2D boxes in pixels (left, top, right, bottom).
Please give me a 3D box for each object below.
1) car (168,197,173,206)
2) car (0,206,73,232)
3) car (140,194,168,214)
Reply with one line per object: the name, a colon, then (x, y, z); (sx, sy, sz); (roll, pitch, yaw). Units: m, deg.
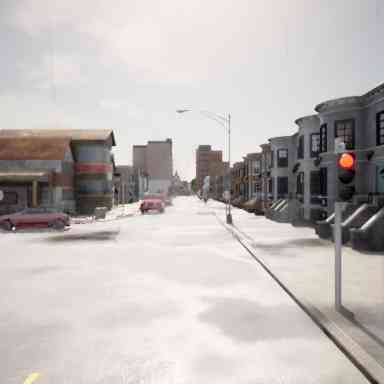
car: (-4.083, 1.496, 53.071); (1.837, 1.490, 4.892); (0, 1, 0)
car: (-9.316, 1.561, 19.783); (4.181, 1.385, 1.994); (0, 1, -13)
car: (-4.101, 1.218, 35.644); (2.150, 2.045, 5.566); (0, 0, 0)
